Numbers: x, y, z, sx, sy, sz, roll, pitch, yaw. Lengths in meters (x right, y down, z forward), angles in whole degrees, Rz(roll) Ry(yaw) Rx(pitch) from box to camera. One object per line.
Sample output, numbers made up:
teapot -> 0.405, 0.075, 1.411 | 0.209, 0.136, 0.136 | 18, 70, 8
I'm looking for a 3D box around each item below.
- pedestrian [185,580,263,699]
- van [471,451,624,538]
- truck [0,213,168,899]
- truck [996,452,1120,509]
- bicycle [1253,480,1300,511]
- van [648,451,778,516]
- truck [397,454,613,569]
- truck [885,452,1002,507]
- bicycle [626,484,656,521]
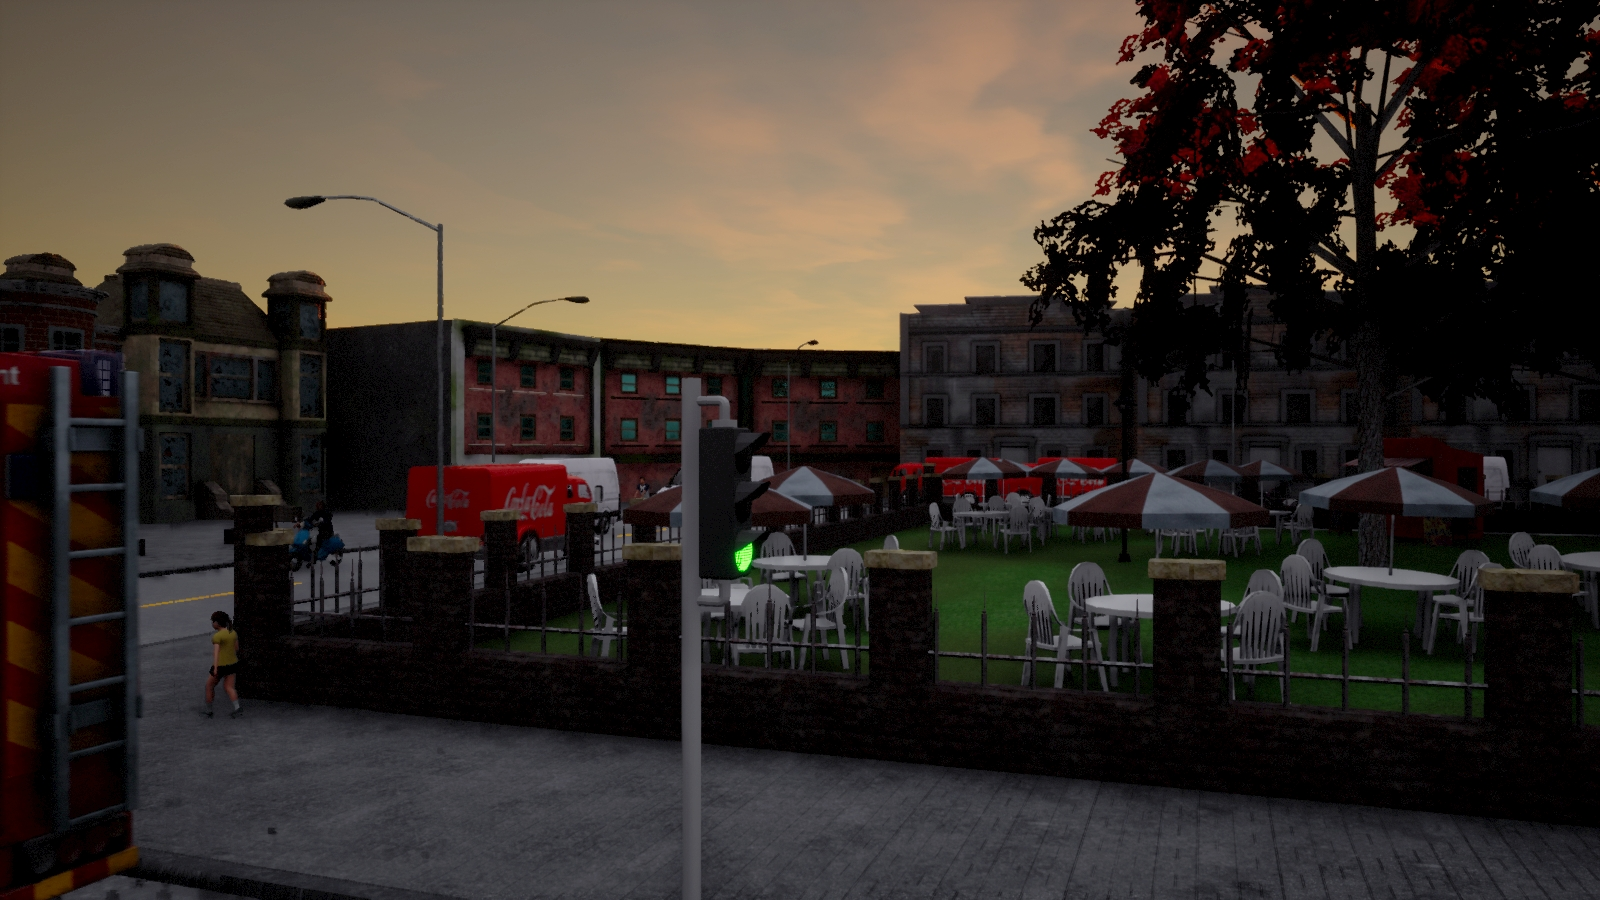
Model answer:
pedestrian -> -5.813, 1.896, 11.540 | 0.500, 1.100, 0.500 | 0, 0, 20
van -> -7.990, 1.314, 36.858 | 1.988, 2.561, 5.915 | 0, 0, 19
truck -> -8.315, 0.670, 7.036 | 8.468, 3.827, 2.891 | 0, 0, 20
truck -> 11.735, 1.348, 51.842 | 5.204, 2.467, 2.627 | 0, 0, 19
bicycle -> 20.335, 1.940, 48.821 | 1.835, 1.271, 0.329 | 0, 0, 19
van -> -3.575, 1.316, 48.190 | 1.988, 2.561, 5.915 | 0, 0, 39
truck -> -6.955, 1.348, 27.689 | 2.627, 2.467, 5.204 | 0, 0, 19
truck -> 6.742, 1.349, 53.338 | 5.204, 2.467, 2.627 | 0, 0, 12
bicycle -> -5.909, 1.936, 42.450 | 0.373, 1.296, 1.643 | 0, 0, 20
